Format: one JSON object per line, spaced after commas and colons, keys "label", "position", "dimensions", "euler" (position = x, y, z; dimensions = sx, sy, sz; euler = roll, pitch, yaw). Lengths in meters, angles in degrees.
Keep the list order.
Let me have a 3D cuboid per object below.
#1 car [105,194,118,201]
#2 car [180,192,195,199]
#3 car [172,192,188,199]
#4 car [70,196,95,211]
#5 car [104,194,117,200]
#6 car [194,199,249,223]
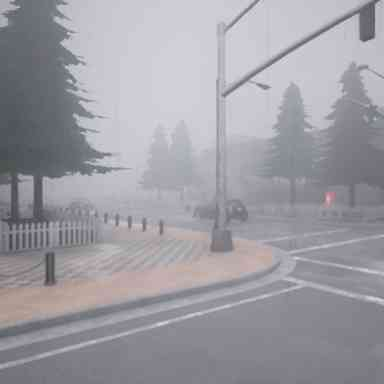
{"label": "car", "position": [-18.339, 1.305, 75.496], "dimensions": [1.845, 1.501, 3.633], "euler": [0, 0, -37]}
{"label": "car", "position": [-1.263, 0.946, 88.544], "dimensions": [1.905, 1.878, 3.866], "euler": [0, 0, -37]}
{"label": "car", "position": [-3.348, 0.975, 86.478], "dimensions": [1.932, 1.855, 4.605], "euler": [0, 0, -37]}
{"label": "car", "position": [-13.177, 1.505, 39.798], "dimensions": [1.812, 1.442, 4.674], "euler": [0, 0, -37]}
{"label": "car", "position": [-20.377, 1.307, 83.228], "dimensions": [1.970, 1.475, 3.806], "euler": [0, 0, -37]}
{"label": "car", "position": [2.118, 1.308, 25.485], "dimensions": [2.097, 1.767, 4.553], "euler": [0, 0, -37]}
